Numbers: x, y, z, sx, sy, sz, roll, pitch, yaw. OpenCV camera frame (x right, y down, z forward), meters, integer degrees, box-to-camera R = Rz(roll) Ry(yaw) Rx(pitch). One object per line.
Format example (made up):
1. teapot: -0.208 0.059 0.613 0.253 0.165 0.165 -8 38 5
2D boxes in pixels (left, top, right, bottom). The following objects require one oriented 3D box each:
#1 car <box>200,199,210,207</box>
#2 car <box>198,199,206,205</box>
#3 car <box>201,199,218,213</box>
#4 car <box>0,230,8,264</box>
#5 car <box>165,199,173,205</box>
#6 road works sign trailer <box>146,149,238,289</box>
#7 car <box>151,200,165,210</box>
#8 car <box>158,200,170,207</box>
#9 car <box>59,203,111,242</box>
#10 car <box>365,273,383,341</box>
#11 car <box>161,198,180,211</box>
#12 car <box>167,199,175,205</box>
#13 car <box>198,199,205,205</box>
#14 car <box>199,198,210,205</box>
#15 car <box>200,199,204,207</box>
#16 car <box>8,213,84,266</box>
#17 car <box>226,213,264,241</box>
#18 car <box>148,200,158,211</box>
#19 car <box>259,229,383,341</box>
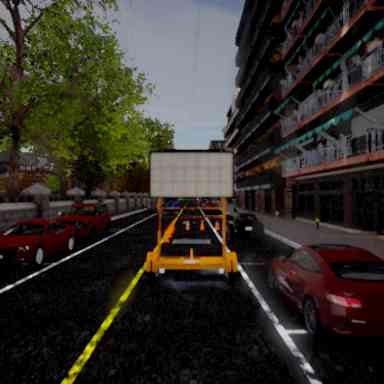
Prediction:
1. car: 2.622 2.300 68.398 1.967 1.590 4.097 0 -1 0
2. car: 2.605 2.525 85.287 1.967 1.590 4.097 0 -1 0
3. car: 2.645 2.111 45.878 1.887 1.381 4.507 0 -1 0
4. car: -5.696 1.661 6.459 1.802 1.307 4.206 0 -1 0
5. car: -5.775 2.609 85.107 1.752 1.417 4.829 0 -1 0
6. road works sign trailer: -0.008 0.579 9.500 2.380 3.560 2.880 0 -1 0
7. car: -5.747 2.153 57.128 1.967 1.590 4.097 0 -1 0
8. car: -5.758 2.411 68.388 2.008 1.369 4.403 0 -1 0
9. car: -5.707 1.530 17.724 2.192 1.841 5.009 0 -1 0
10. car: 2.691 1.539 1.008 1.752 1.417 4.829 0 -1 0
11. car: -3.060 1.860 51.058 2.150 2.045 5.566 0 -1 0
12. car: -5.780 2.713 90.907 2.008 1.369 4.403 0 -1 0
13. car: 2.600 2.728 90.916 1.947 1.339 4.313 0 -1 0
14. car: 2.634 2.153 57.138 1.967 1.590 4.097 0 -1 0
15. car: 2.639 2.184 51.508 1.887 1.381 4.507 0 -1 0
16. car: -5.701 1.691 12.089 1.887 1.381 4.507 0 -1 0
17. car: 2.673 1.780 17.730 1.947 1.339 4.313 0 -1 0
18. car: -5.742 2.079 51.501 1.967 1.590 4.097 0 -1 0
19. car: 2.685 1.661 6.468 1.802 1.307 4.206 0 -1 0
